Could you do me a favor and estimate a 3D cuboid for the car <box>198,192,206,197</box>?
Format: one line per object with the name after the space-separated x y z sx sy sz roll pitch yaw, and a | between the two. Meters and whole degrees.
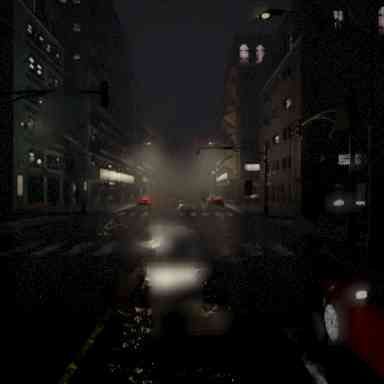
2.714 0.651 91.766 2.008 1.369 4.403 0 1 0 | car

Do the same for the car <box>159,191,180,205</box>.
-3.059 1.002 46.873 1.882 1.535 5.008 0 0 0 | car

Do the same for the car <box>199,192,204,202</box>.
2.708 0.986 57.780 1.947 1.339 4.313 0 1 0 | car

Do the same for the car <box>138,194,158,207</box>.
-5.766 1.117 42.014 1.887 1.381 4.507 0 1 0 | car

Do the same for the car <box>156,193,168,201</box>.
-5.671 0.931 63.445 1.947 1.339 4.313 0 1 0 | car

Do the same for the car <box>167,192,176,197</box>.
-5.666 0.651 91.767 2.008 1.369 4.403 0 1 0 | car

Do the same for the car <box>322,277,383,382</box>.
2.828 1.509 3.321 1.887 1.381 4.507 0 1 0 | car

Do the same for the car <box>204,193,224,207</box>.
2.817 1.024 40.789 1.967 1.590 4.097 0 1 0 | car

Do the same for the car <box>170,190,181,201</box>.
-3.003 0.917 62.964 2.033 1.411 5.357 0 1 0 | car
